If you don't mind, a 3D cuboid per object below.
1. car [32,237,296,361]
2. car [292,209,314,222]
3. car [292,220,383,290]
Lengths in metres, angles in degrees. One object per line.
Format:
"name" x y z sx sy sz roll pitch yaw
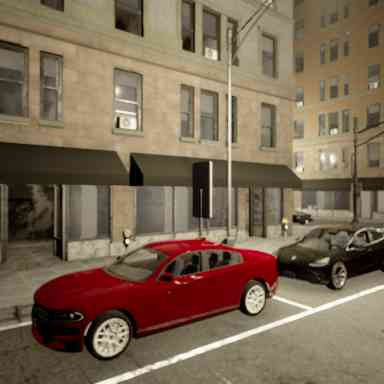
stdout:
"car" -0.380 1.561 5.944 4.507 1.381 1.887 0 0 -36
"car" 6.687 1.722 25.738 2.033 1.411 5.357 0 0 -33
"car" 4.062 1.611 9.205 4.313 1.339 1.947 0 0 -36
